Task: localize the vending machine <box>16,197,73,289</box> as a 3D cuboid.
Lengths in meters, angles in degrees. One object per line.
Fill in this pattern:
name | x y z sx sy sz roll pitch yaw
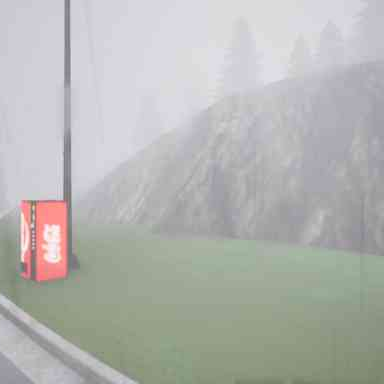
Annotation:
vending machine | -3.727 1.195 8.412 1.100 2.100 0.880 0 0 -41
